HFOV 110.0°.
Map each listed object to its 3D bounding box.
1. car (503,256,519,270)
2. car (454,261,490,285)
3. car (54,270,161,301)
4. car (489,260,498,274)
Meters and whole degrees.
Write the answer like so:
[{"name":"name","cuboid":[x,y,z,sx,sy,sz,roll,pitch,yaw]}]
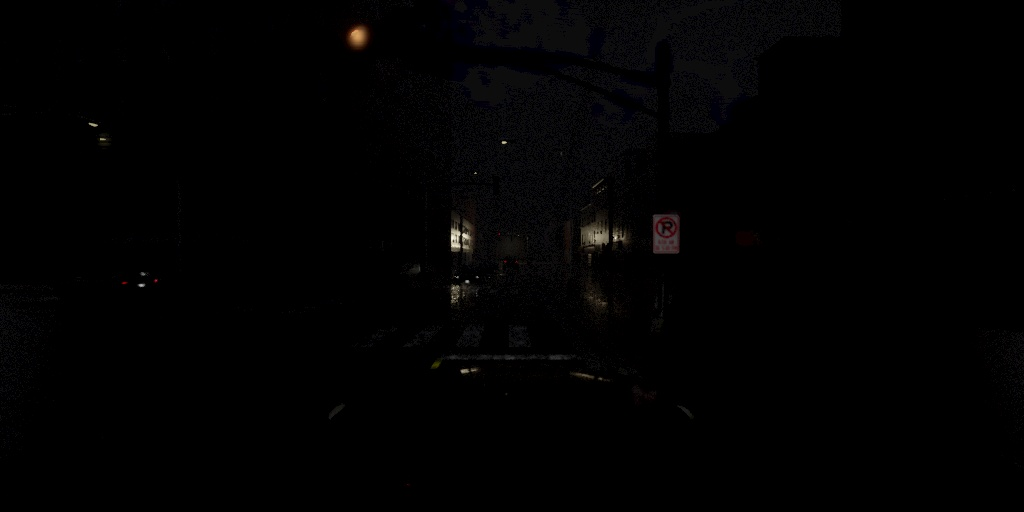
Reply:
[{"name":"car","cuboid":[-0.193,0.984,52.561,2.150,2.045,5.566,0,0,0]},{"name":"car","cuboid":[-2.942,1.300,26.171,2.033,1.411,5.357,0,0,0]},{"name":"car","cuboid":[-19.977,1.405,17.777,4.181,1.385,1.994,0,0,9]},{"name":"car","cuboid":[-2.995,1.305,40.924,2.033,1.411,5.357,0,0,0]}]
